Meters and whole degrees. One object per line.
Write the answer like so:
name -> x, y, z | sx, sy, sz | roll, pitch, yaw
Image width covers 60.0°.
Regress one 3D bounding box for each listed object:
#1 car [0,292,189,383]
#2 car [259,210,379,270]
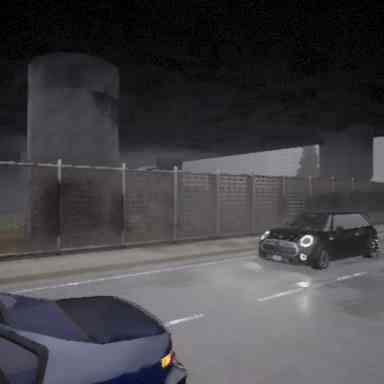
car -> -2.596, 1.540, 2.230 | 5.357, 1.411, 2.033 | 1, 0, -36
car -> 4.423, 1.444, 11.473 | 4.553, 1.767, 2.097 | 0, 0, -36
